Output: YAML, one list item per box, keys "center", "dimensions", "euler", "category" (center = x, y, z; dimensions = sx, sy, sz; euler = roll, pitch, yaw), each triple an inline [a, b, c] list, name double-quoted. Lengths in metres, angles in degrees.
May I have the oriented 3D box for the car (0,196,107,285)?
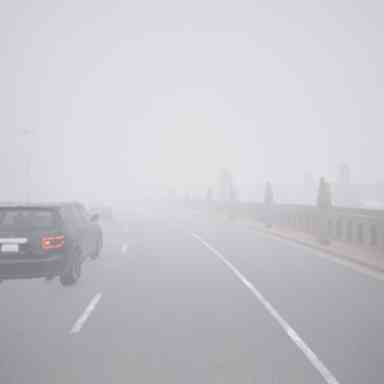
- center: [-4.072, 1.273, 9.640]
  dimensions: [2.150, 2.045, 5.566]
  euler: [0, 0, -6]
  category: "car"

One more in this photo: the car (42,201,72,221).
- center: [-12.020, 1.662, 29.918]
  dimensions: [2.128, 1.511, 4.902]
  euler: [0, 0, -18]
  category: "car"

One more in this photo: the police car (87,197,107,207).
- center: [-16.646, 1.704, 57.942]
  dimensions: [1.930, 1.638, 5.238]
  euler: [0, 0, -33]
  category: "police car"

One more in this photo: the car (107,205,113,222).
- center: [-7.549, 1.731, 27.443]
  dimensions: [1.895, 1.301, 4.718]
  euler: [0, 0, -16]
  category: "car"
